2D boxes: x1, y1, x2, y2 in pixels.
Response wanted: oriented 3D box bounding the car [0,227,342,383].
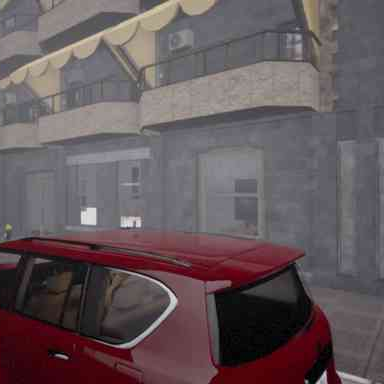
[{"bbox_3d":[-1.113,1.315,3.530,5.009,1.841,2.192,0,0,36],"label":"car"}]
